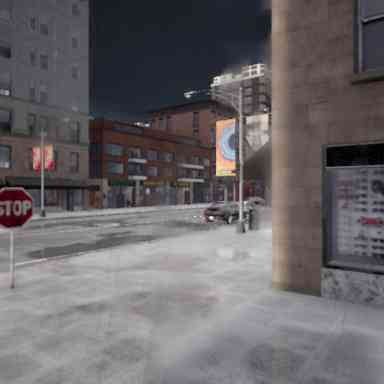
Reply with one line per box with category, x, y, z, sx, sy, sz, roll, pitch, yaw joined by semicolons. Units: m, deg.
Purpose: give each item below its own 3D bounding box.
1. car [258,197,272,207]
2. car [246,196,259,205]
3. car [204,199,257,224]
car;11.800;1.507;48.402;1.994;1.385;4.181;0;0;36
car;9.157;1.433;50.294;2.128;1.511;4.902;0;0;36
car;2.729;1.489;24.569;1.837;1.490;4.892;0;0;36
